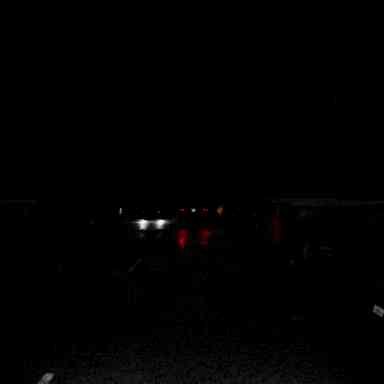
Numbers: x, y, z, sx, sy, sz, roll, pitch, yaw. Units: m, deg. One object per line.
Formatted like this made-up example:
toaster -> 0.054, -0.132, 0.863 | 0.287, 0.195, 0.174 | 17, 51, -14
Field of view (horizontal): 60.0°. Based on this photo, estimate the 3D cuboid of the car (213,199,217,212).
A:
car -> 5.034, 1.788, 35.155 | 5.008, 1.535, 2.097 | 0, -1, 0

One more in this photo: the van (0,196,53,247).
van -> -8.157, 1.259, 13.035 | 4.442, 1.987, 1.878 | 0, 0, 0

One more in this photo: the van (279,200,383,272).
van -> 5.156, 1.258, 10.245 | 4.442, 1.987, 1.878 | 0, 0, 0

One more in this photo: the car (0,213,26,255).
car -> -8.038, 1.524, 10.258 | 4.674, 1.452, 2.002 | 0, 0, 0

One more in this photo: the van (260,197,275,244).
van -> 5.156, 1.259, 12.891 | 4.442, 1.987, 1.878 | 0, 0, 0

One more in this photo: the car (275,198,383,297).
car -> 5.011, 1.231, 7.475 | 5.566, 2.045, 2.435 | 0, 0, 0

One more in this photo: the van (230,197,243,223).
van -> 4.922, 1.333, 21.185 | 4.442, 1.987, 1.878 | 0, -1, 0

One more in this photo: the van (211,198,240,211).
van -> 5.156, 1.860, 51.770 | 4.442, 1.987, 1.878 | 0, -1, 0

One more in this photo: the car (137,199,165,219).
car -> -3.599, 1.726, 31.492 | 1.882, 1.535, 5.008 | 0, -1, 0

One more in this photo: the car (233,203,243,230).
car -> 5.045, 1.513, 18.411 | 5.008, 1.535, 2.097 | 0, -1, 0

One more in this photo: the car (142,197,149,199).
car -> -8.069, 1.675, 43.553 | 5.566, 2.045, 2.435 | 0, -1, 0

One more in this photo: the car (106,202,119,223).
car -> -8.038, 1.647, 24.118 | 4.674, 1.452, 2.002 | 0, -1, 0

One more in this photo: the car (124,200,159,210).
car -> -8.227, 2.155, 54.636 | 5.366, 1.575, 1.946 | 0, -1, 0

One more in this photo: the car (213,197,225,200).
car -> 5.008, 1.706, 37.802 | 4.553, 1.767, 2.185 | 0, -1, 0

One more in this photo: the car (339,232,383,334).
car -> 5.034, 1.482, 4.580 | 5.008, 1.535, 2.097 | 0, 0, 0

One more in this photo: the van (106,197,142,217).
van -> -7.924, 1.564, 35.226 | 4.442, 1.987, 1.878 | 0, -1, 0

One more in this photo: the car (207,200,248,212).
car -> 4.854, 1.967, 46.107 | 5.366, 1.575, 1.946 | 0, -1, 0

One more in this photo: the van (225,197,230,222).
van -> 5.156, 1.424, 26.724 | 4.442, 1.987, 1.878 | 0, -1, 0

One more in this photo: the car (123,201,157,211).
car -> -8.035, 2.090, 51.868 | 4.892, 1.521, 2.231 | 0, -1, 0

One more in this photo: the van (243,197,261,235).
van -> 4.923, 1.260, 15.794 | 4.442, 1.987, 1.878 | 0, 0, 0

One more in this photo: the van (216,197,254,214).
van -> 5.156, 1.652, 40.573 | 4.442, 1.987, 1.878 | 0, -1, 0

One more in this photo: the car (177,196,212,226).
car -> 0.101, 1.358, 24.745 | 2.150, 2.045, 5.566 | 0, -1, 0

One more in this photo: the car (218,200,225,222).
car -> 5.033, 1.696, 29.489 | 4.892, 1.521, 2.231 | 0, -1, 0

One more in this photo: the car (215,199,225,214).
car -> 5.034, 1.741, 32.259 | 5.008, 1.535, 2.097 | 0, -1, 0

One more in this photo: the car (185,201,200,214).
car -> 0.099, 1.941, 42.908 | 1.837, 1.490, 4.892 | 0, -1, 0

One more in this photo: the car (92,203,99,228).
car -> -8.011, 1.545, 18.560 | 4.792, 1.488, 2.163 | 0, 0, 0

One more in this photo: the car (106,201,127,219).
car -> -8.070, 1.682, 26.895 | 4.792, 1.488, 2.163 | 0, -1, 0

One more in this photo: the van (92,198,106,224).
van -> -8.157, 1.336, 21.346 | 4.442, 1.987, 1.878 | 0, -1, 0

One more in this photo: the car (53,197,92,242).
car -> -8.012, 1.234, 15.811 | 5.566, 2.045, 2.435 | 0, 0, 0

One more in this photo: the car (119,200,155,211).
car -> -8.035, 2.027, 49.097 | 5.008, 1.535, 2.097 | 0, -1, 0

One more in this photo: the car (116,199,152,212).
car -> -8.010, 1.849, 46.323 | 4.553, 1.767, 2.185 | 0, -1, 0
